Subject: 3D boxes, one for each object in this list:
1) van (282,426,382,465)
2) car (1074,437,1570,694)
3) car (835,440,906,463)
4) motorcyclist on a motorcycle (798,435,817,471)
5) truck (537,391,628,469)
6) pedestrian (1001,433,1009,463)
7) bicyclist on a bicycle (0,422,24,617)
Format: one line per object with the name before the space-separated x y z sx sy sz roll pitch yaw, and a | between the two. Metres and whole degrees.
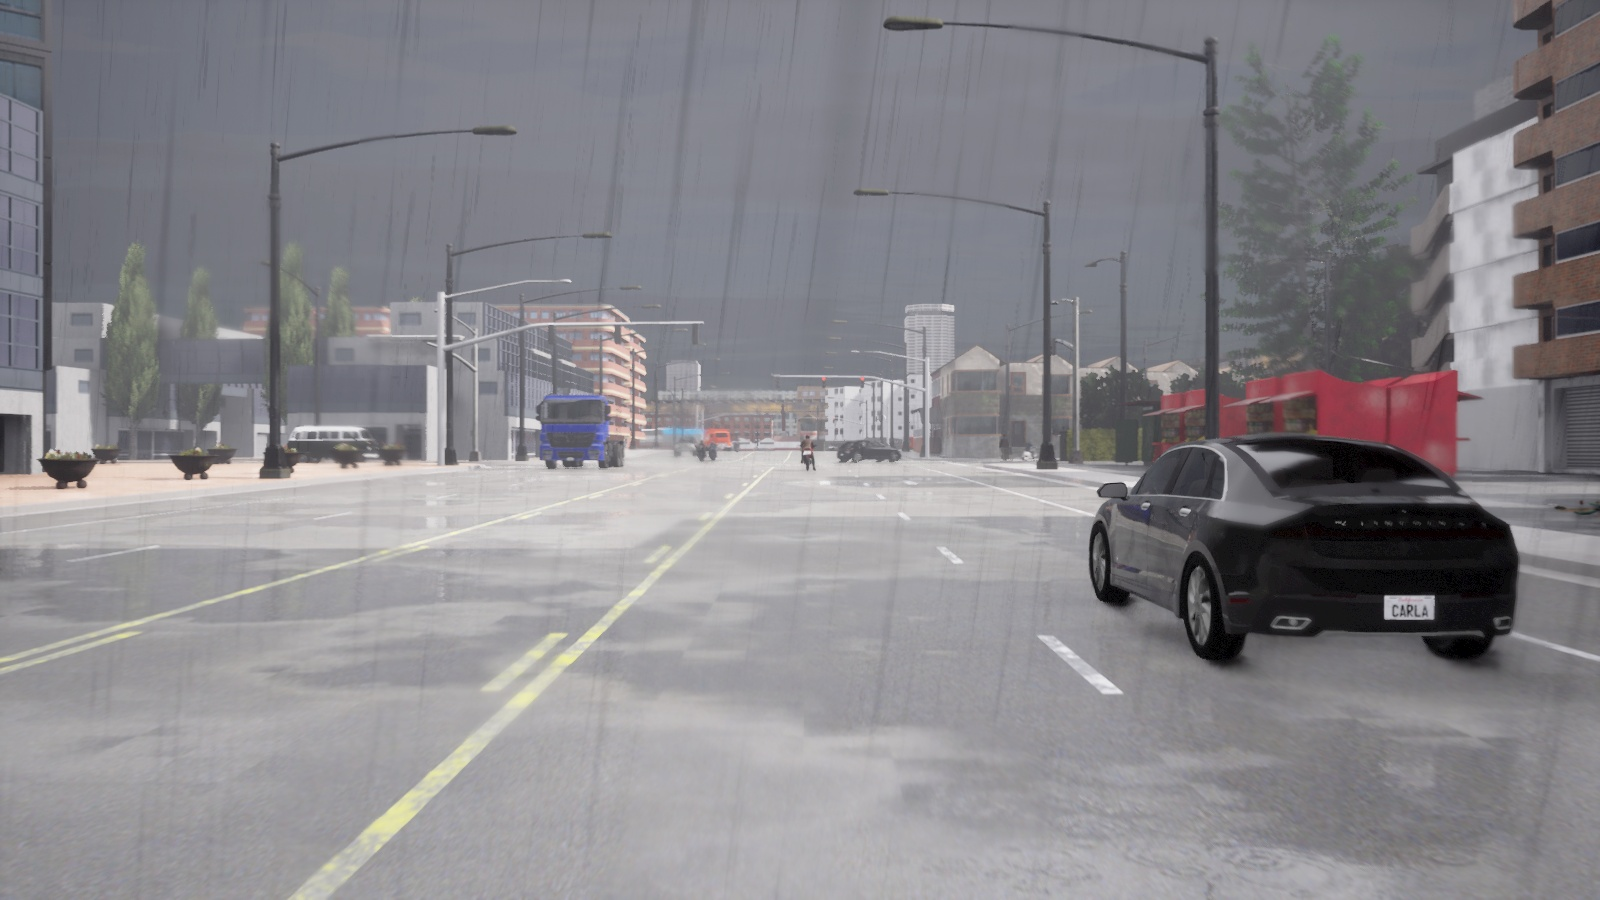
van | -24.558 -0.239 65.975 4.480 2.038 2.069 0 0 1
car | 3.572 0.649 9.765 1.837 1.490 4.892 0 1 0
car | 4.494 0.099 79.801 4.193 1.474 1.816 0 0 -30
motorcyclist on a motorcycle | 0.323 0.116 53.200 0.797 1.523 2.044 0 0 0
truck | -10.140 -0.898 59.403 2.891 3.462 7.936 0 0 0
pedestrian | 12.773 -0.119 78.276 0.431 1.840 0.703 0 0 18
bicyclist on a bicycle | -6.928 0.587 9.894 0.582 1.620 1.656 0 1 0
